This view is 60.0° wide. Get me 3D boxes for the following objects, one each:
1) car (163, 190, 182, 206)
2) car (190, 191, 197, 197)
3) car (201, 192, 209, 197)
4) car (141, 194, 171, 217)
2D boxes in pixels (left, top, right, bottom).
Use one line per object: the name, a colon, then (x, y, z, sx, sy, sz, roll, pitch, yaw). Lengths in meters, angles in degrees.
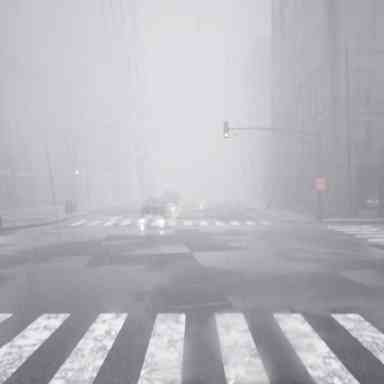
car: (-3.027, 0.813, 46.194, 2.150, 2.045, 5.566, 0, 0, 3)
car: (0.560, 0.740, 94.807, 1.812, 1.442, 4.674, 0, 0, 0)
car: (3.810, 0.739, 94.787, 1.812, 1.442, 4.674, 0, 0, 0)
car: (-3.175, 1.221, 28.663, 1.882, 1.535, 5.008, 0, 1, 0)
